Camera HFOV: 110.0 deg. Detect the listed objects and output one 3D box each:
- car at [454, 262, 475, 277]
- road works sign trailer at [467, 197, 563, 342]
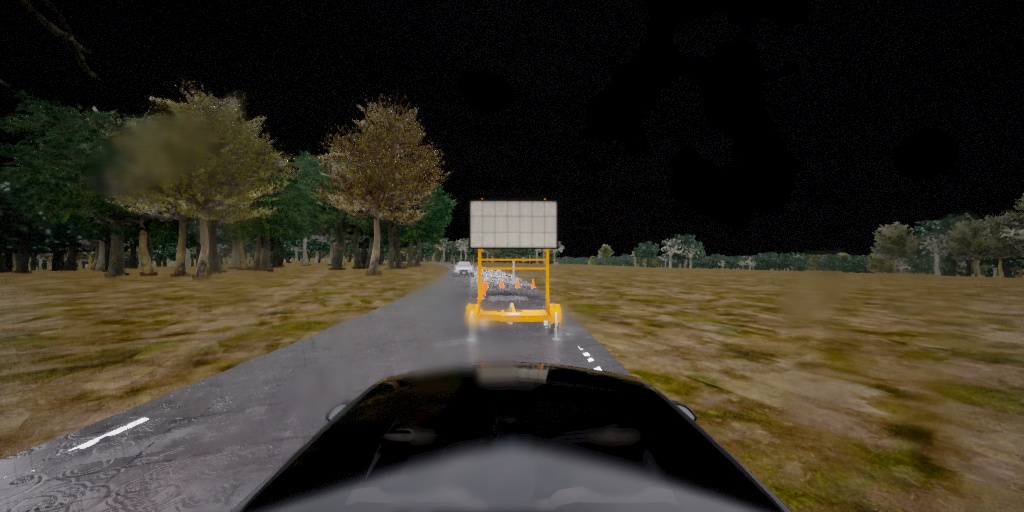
[{"bbox_3d":[-4.687,1.280,35.141,1.812,1.442,4.674,0,0,-7],"label":"car"},{"bbox_3d":[0.041,0.214,9.789,2.380,3.560,2.880,0,0,-2],"label":"road works sign trailer"}]
